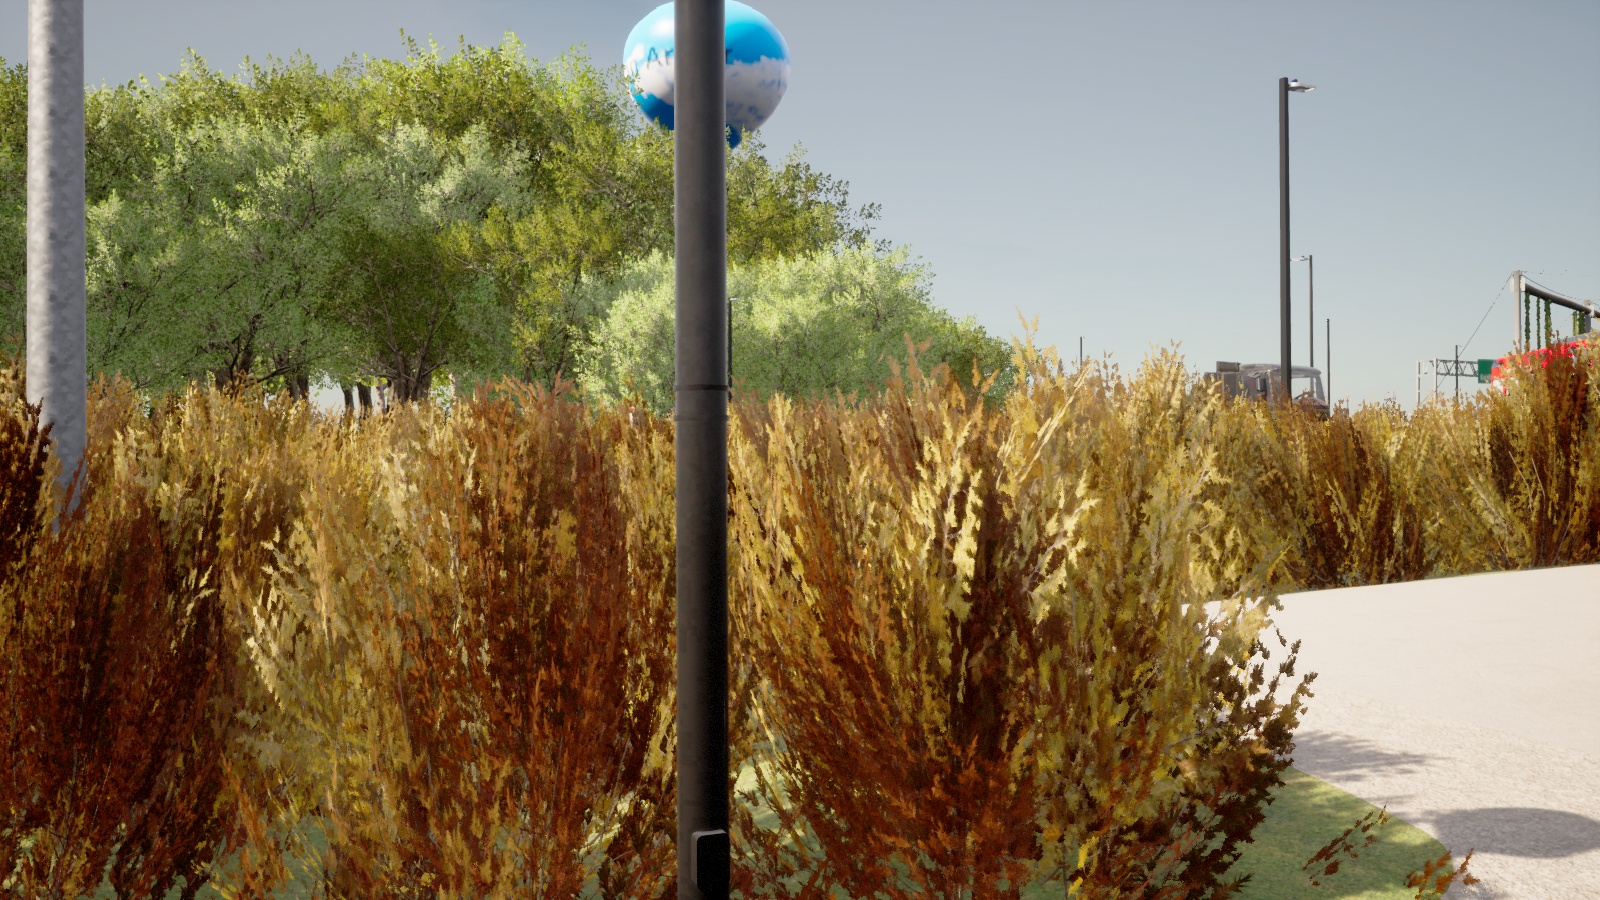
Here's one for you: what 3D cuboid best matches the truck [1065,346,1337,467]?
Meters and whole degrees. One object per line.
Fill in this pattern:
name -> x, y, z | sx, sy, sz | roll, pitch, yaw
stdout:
truck -> 12.521, -1.216, 39.986 | 2.891, 3.462, 7.936 | -1, 0, -38
